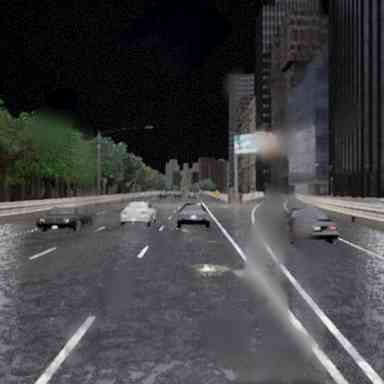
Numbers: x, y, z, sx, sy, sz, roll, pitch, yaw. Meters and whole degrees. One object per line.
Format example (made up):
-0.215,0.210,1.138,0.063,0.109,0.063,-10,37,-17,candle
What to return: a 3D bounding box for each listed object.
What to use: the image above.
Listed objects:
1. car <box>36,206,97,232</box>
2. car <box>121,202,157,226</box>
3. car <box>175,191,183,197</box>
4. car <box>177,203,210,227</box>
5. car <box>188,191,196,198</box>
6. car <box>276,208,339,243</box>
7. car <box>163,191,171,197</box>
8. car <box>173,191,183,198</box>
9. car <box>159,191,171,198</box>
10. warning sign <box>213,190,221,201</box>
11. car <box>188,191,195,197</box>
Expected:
-6.917,1.464,18.960,1.895,1.301,4.718,0,0,0,car
-3.412,1.369,21.687,1.812,1.442,4.674,0,0,0,car
-3.549,0.505,93.941,2.128,1.511,4.902,0,1,0,car
0.088,1.411,21.214,1.994,1.385,4.181,0,0,0,car
-0.043,0.790,83.906,1.994,1.385,4.181,0,1,0,car
5.121,1.435,15.350,2.033,1.411,5.357,0,0,7,car
-7.048,0.532,93.939,1.994,1.385,4.181,0,1,0,car
-3.544,0.594,83.907,2.097,1.767,4.553,0,1,0,car
-7.044,0.593,83.871,2.097,1.767,4.553,0,1,0,car
4.507,0.612,60.145,1.300,1.860,1.060,-1,0,0,warning sign
-0.049,0.532,93.943,1.994,1.385,4.181,0,1,0,car
